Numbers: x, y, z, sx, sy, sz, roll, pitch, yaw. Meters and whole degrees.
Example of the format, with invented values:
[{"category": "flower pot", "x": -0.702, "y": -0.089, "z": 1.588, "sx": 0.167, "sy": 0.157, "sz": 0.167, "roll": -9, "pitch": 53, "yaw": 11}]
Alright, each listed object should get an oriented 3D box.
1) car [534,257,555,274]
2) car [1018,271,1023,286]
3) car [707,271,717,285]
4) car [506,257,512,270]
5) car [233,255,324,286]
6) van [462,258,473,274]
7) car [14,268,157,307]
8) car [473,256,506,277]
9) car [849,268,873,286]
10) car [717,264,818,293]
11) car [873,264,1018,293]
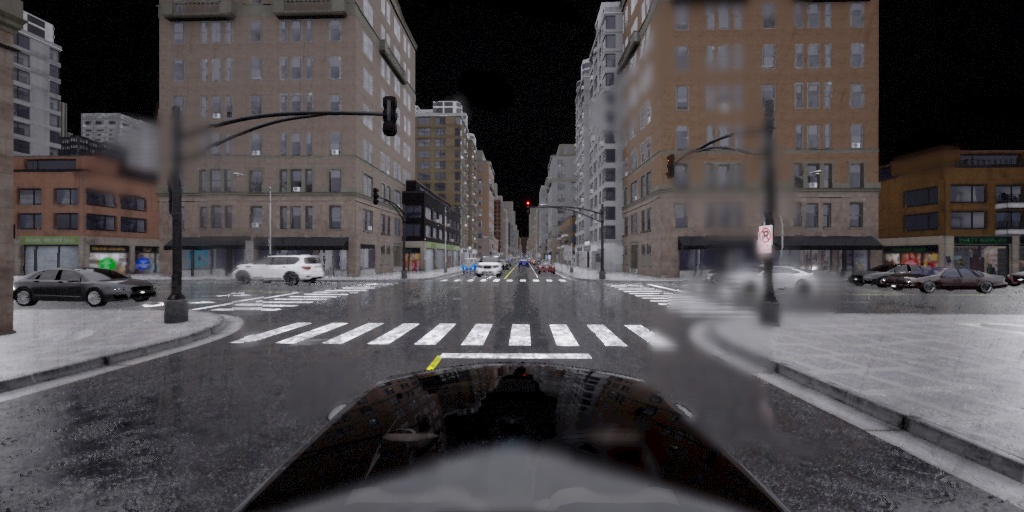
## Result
[{"category": "car", "x": 3.850, "y": 1.210, "z": 40.936, "sx": 1.967, "sy": 1.591, "sz": 4.097, "roll": 0, "pitch": 0, "yaw": 2}, {"category": "car", "x": 35.066, "y": 1.360, "z": 23.257, "sx": 4.181, "sy": 1.385, "sz": 1.994, "roll": 0, "pitch": 0, "yaw": 2}, {"category": "car", "x": 15.667, "y": 1.257, "z": 23.836, "sx": 4.902, "sy": 1.511, "sz": 2.128, "roll": 0, "pitch": 0, "yaw": 2}, {"category": "car", "x": -1.534, "y": 1.133, "z": 51.907, "sx": 2.097, "sy": 1.767, "sz": 4.553, "roll": 0, "pitch": 0, "yaw": 2}, {"category": "car", "x": -15.854, "y": 0.955, "z": 24.543, "sx": 5.566, "sy": 2.045, "sz": 2.150, "roll": 0, "pitch": 0, "yaw": 4}, {"category": "van", "x": -4.671, "y": 1.111, "z": 41.228, "sx": 1.690, "sy": 1.789, "sz": 3.998, "roll": 0, "pitch": 0, "yaw": 2}, {"category": "car", "x": -17.631, "y": 1.239, "z": 14.858, "sx": 4.892, "sy": 1.490, "sz": 1.837, "roll": 0, "pitch": 0, "yaw": 2}, {"category": "car", "x": -2.148, "y": 0.985, "z": 35.534, "sx": 2.150, "sy": 2.045, "sz": 5.566, "roll": 0, "pitch": 0, "yaw": 2}, {"category": "car", "x": 25.083, "y": 1.283, "z": 23.559, "sx": 4.892, "sy": 1.490, "sz": 1.837, "roll": 0, "pitch": 0, "yaw": 2}, {"category": "car", "x": 14.787, "y": 1.291, "z": 20.610, "sx": 4.674, "sy": 1.442, "sz": 1.812, "roll": 0, "pitch": 0, "yaw": 3}, {"category": "car", "x": 24.374, "y": 1.325, "z": 20.329, "sx": 5.357, "sy": 1.411, "sz": 2.033, "roll": 0, "pitch": 0, "yaw": 2}]
